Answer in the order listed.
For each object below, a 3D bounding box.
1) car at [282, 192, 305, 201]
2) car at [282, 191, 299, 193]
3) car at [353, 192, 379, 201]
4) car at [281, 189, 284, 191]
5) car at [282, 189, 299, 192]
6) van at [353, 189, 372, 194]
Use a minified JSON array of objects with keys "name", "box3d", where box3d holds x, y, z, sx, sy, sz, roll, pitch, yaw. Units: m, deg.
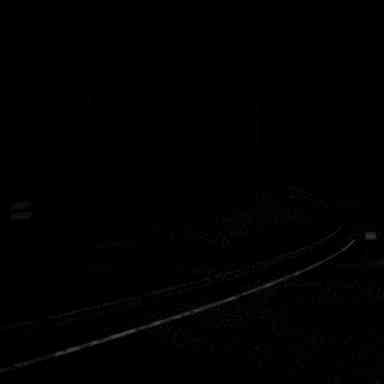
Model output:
[{"name":"car","box3d":[25.600,1.409,82.575,4.674,1.452,2.002,-2,3,-7]},{"name":"car","box3d":[26.315,1.211,85.443,4.792,1.488,2.163,-2,3,-6]},{"name":"car","box3d":[42.472,1.436,80.147,5.008,1.535,2.097,0,4,-4]},{"name":"car","box3d":[27.633,0.839,91.157,4.792,1.488,2.163,-2,4,-6]},{"name":"car","box3d":[27.001,0.870,88.291,4.553,1.767,2.185,-2,4,-6]},{"name":"van","box3d":[43.392,1.021,83.026,4.442,1.987,1.878,0,4,-4]}]
